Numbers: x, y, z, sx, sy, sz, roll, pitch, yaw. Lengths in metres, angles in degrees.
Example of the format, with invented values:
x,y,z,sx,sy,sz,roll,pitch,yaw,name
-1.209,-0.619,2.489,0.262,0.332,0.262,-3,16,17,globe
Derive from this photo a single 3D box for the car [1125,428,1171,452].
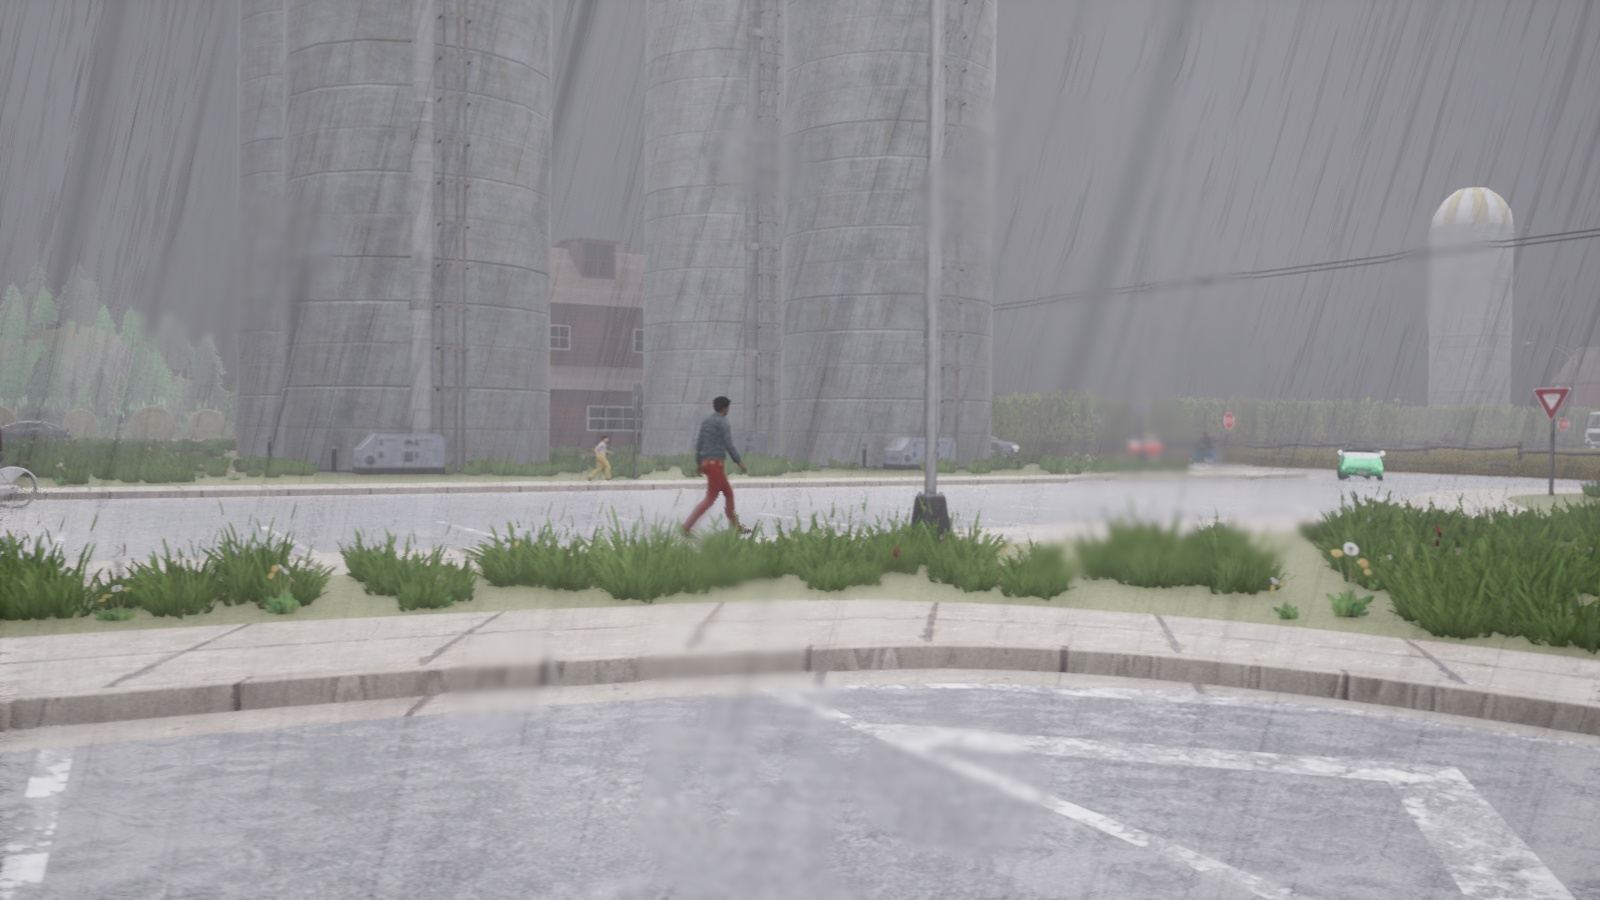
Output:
x,y,z,sx,sy,sz,roll,pitch,yaw,name
20.603,-0.602,74.408,2.207,1.376,1.481,-1,1,-29,car

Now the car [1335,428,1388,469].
x,y,z,sx,sy,sz,roll,pitch,yaw,name
19.193,-0.068,43.018,1.481,1.376,2.207,1,1,20,car

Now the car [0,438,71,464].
x,y,z,sx,sy,sz,roll,pitch,yaw,name
-46.645,0.042,75.468,4.892,1.490,1.837,-1,1,-30,car

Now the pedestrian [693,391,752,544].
x,y,z,sx,sy,sz,roll,pitch,yaw,name
-0.953,0.209,15.438,0.614,1.847,0.353,-1,1,-31,pedestrian

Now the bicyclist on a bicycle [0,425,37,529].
x,y,z,sx,sy,sz,roll,pitch,yaw,name
-14.202,0.468,21.552,1.843,1.776,0.659,-1,1,-30,bicyclist on a bicycle

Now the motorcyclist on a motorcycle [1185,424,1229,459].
x,y,z,sx,sy,sz,roll,pitch,yaw,name
18.662,-0.405,57.604,0.866,1.590,1.817,-1,1,-29,motorcyclist on a motorcycle

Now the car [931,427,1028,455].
x,y,z,sx,sy,sz,roll,pitch,yaw,name
9.887,-0.500,69.344,4.902,1.511,2.128,0,1,40,car

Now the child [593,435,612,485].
x,y,z,sx,sy,sz,roll,pitch,yaw,name
-5.051,0.258,32.104,0.437,1.263,0.270,-1,1,-12,child
